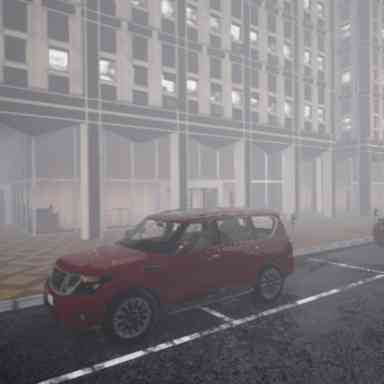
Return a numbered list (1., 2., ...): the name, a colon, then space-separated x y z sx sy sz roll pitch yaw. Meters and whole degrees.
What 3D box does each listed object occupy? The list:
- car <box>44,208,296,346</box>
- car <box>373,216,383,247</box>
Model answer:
1. car: -0.095 1.284 6.497 5.009 1.841 2.192 -1 0 -36
2. car: 9.180 1.184 13.116 5.009 1.841 2.192 -1 0 -36
